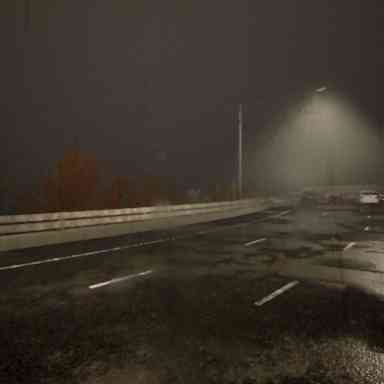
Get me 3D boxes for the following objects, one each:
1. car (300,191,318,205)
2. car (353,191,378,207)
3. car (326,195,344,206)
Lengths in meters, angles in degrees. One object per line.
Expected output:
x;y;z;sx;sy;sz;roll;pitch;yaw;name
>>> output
16.884;0.842;48.187;2.150;2.045;5.566;0;1;16;car
23.025;0.867;44.280;2.150;2.045;5.566;0;0;17;car
20.106;1.108;46.863;1.882;1.535;5.008;0;0;16;car
